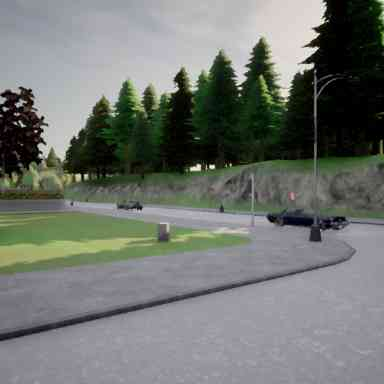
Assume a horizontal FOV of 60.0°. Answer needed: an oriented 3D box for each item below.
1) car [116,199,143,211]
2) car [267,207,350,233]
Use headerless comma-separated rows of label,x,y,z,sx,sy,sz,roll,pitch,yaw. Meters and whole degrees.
car,-7.580,1.553,40.430,1.994,1.385,4.181,0,0,-35
car,6.900,1.593,20.121,1.895,1.301,4.718,0,0,-35
